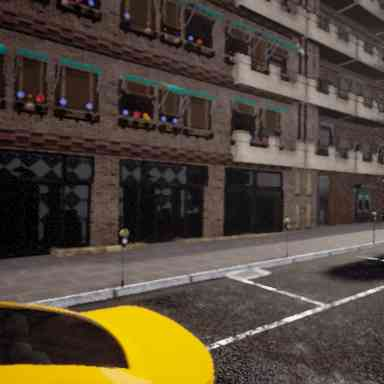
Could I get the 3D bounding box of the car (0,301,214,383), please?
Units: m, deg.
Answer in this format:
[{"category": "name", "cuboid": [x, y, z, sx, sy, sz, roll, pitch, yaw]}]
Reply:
[{"category": "car", "cuboid": [-2.127, 1.478, 1.540, 5.008, 1.535, 1.882, 0, 0, -35]}]
